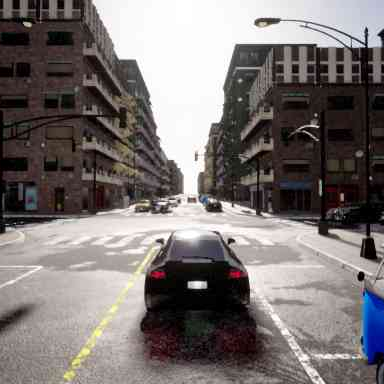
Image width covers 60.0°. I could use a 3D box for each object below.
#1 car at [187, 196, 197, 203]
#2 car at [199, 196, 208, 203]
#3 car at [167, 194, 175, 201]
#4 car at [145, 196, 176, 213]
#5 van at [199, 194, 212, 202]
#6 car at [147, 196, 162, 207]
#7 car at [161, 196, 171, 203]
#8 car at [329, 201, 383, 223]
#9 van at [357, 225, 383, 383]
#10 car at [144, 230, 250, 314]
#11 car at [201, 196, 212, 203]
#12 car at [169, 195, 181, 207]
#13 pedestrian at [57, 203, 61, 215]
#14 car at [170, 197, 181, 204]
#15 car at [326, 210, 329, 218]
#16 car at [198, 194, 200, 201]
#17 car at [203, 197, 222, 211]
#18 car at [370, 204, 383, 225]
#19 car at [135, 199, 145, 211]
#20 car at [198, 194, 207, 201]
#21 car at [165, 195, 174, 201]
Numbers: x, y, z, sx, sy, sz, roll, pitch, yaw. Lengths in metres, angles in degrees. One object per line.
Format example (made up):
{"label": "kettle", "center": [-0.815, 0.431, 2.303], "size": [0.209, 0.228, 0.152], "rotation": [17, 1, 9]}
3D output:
{"label": "car", "center": [-0.029, 1.532, 71.851], "size": [2.128, 1.511, 4.902], "rotation": [0, 0, 0]}
{"label": "car", "center": [2.608, 1.612, 73.918], "size": [1.802, 1.307, 4.206], "rotation": [1, 0, 0]}
{"label": "car", "center": [-5.791, 1.480, 90.836], "size": [1.967, 1.590, 4.097], "rotation": [1, 0, 0]}
{"label": "car", "center": [-3.342, 1.504, 36.701], "size": [2.128, 1.511, 4.902], "rotation": [0, 0, 4]}
{"label": "van", "center": [2.634, 1.362, 56.990], "size": [1.690, 1.788, 3.998], "rotation": [1, 0, 0]}
{"label": "car", "center": [-5.741, 1.459, 51.337], "size": [1.967, 1.590, 4.097], "rotation": [1, 0, 0]}
{"label": "car", "center": [-5.771, 1.574, 73.907], "size": [1.887, 1.381, 4.507], "rotation": [1, 0, 0]}
{"label": "car", "center": [13.501, 1.473, 25.672], "size": [4.553, 1.767, 2.097], "rotation": [0, -1, 1]}
{"label": "van", "center": [2.671, 1.342, 2.116], "size": [1.690, 1.788, 3.998], "rotation": [1, 0, 0]}
{"label": "car", "center": [0.091, 1.566, 7.719], "size": [1.994, 1.385, 4.181], "rotation": [0, 0, 0]}
{"label": "car", "center": [2.645, 1.567, 45.705], "size": [2.008, 1.369, 4.403], "rotation": [1, 0, 0]}
{"label": "car", "center": [-3.149, 1.544, 51.075], "size": [1.812, 1.442, 4.674], "rotation": [0, 0, 0]}
{"label": "pedestrian", "center": [-12.579, 1.597, 31.478], "size": [0.500, 1.100, 0.500], "rotation": [0, -1, 1]}
{"label": "car", "center": [-3.121, 1.626, 65.115], "size": [1.895, 1.301, 4.718], "rotation": [0, 0, 0]}
{"label": "car", "center": [13.606, 1.608, 28.261], "size": [4.097, 1.590, 1.967], "rotation": [0, -1, 1]}
{"label": "car", "center": [2.616, 1.552, 68.445], "size": [1.752, 1.417, 4.829], "rotation": [1, 0, 0]}
{"label": "car", "center": [2.652, 1.580, 40.062], "size": [1.947, 1.339, 4.313], "rotation": [1, 0, 0]}
{"label": "car", "center": [13.513, 1.583, 19.880], "size": [4.313, 1.339, 1.947], "rotation": [0, -1, 1]}
{"label": "car", "center": [-5.727, 1.539, 39.881], "size": [1.752, 1.417, 4.829], "rotation": [1, 0, 0]}
{"label": "car", "center": [2.598, 1.351, 85.203], "size": [2.192, 1.841, 5.009], "rotation": [1, 0, 0]}
{"label": "car", "center": [-5.786, 1.587, 85.192], "size": [2.008, 1.369, 4.403], "rotation": [1, 0, 0]}
